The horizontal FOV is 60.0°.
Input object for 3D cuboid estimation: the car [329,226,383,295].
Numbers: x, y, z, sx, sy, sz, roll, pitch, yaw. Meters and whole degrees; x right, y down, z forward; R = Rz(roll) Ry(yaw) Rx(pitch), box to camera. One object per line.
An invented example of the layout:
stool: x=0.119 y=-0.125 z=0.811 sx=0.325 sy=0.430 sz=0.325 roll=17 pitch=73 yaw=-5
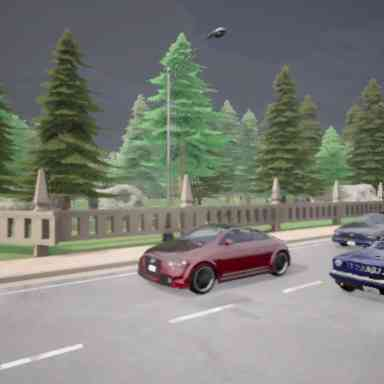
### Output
car: x=5.299 y=1.606 z=7.805 sx=4.718 sy=1.301 sz=1.895 roll=0 pitch=0 yaw=-36

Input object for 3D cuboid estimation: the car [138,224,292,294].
car: x=0.706 y=1.569 z=8.814 sx=4.181 sy=1.385 sz=1.994 roll=0 pitch=0 yaw=-36

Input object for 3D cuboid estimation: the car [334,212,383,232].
car: x=8.212 y=1.557 z=14.205 sx=5.357 sy=1.411 sz=2.033 roll=0 pitch=0 yaw=-36
